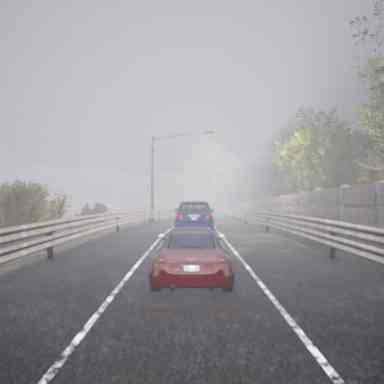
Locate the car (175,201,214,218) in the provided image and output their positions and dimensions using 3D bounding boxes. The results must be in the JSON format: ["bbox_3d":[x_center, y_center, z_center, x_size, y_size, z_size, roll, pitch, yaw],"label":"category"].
[{"bbox_3d":[0.141,1.582,19.839,2.150,2.045,5.566,0,-2,1],"label":"car"}]

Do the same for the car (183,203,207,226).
[{"bbox_3d":[0.360,2.175,32.596,2.150,2.045,5.566,0,-3,3],"label":"car"}]

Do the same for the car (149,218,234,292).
[{"bbox_3d":[-0.011,1.639,9.167,1.994,1.385,4.181,0,-1,0],"label":"car"}]
